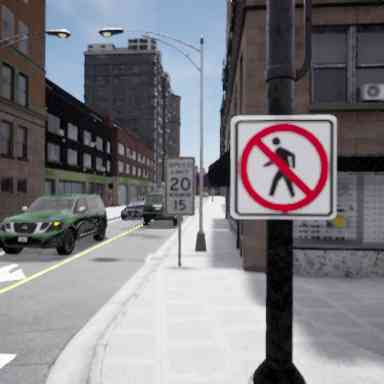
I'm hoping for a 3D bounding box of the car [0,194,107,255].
[{"bbox_3d":[-5.079,1.111,13.104,2.150,2.045,5.566,0,0,4],"label":"car"}]

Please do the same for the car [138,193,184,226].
[{"bbox_3d":[-1.819,1.089,22.500,2.150,2.045,5.566,0,0,4],"label":"car"}]

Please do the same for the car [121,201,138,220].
[{"bbox_3d":[-4.172,1.403,26.126,1.994,1.385,4.181,0,0,4],"label":"car"}]
